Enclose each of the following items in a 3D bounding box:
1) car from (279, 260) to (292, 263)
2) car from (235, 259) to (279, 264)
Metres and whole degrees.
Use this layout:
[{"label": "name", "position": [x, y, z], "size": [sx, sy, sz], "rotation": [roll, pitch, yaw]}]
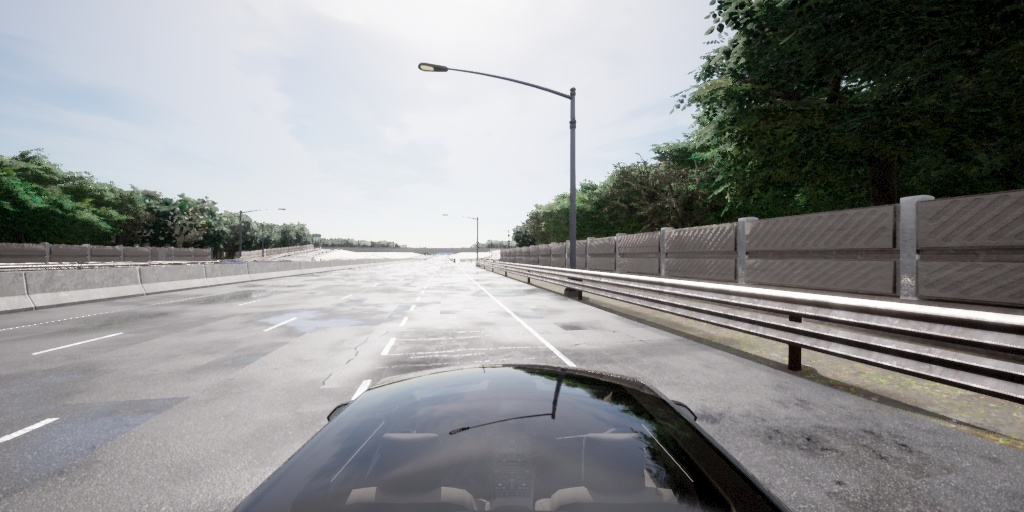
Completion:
[{"label": "car", "position": [-34.359, 1.305, 53.576], "size": [1.837, 1.490, 4.892], "rotation": [0, 0, -10]}, {"label": "car", "position": [-28.384, 1.343, 40.073], "size": [1.994, 1.385, 4.181], "rotation": [0, 0, -10]}]
